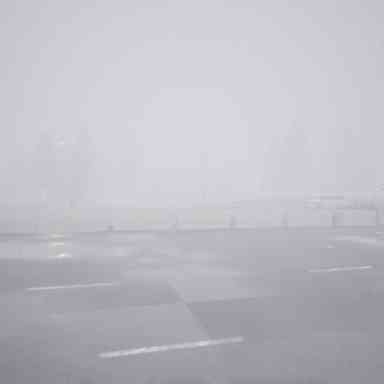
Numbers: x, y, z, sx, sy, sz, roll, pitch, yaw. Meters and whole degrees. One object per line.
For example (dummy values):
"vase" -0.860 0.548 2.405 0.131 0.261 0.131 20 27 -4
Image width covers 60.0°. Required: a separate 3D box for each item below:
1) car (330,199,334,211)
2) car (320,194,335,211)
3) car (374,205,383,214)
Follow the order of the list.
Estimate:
"car" 16.538 1.693 33.046 4.718 1.301 1.895 1 0 -15
"car" 16.205 1.295 40.203 5.566 2.045 2.150 1 0 -15
"car" 18.946 1.649 30.074 4.892 1.490 1.837 2 0 -15
